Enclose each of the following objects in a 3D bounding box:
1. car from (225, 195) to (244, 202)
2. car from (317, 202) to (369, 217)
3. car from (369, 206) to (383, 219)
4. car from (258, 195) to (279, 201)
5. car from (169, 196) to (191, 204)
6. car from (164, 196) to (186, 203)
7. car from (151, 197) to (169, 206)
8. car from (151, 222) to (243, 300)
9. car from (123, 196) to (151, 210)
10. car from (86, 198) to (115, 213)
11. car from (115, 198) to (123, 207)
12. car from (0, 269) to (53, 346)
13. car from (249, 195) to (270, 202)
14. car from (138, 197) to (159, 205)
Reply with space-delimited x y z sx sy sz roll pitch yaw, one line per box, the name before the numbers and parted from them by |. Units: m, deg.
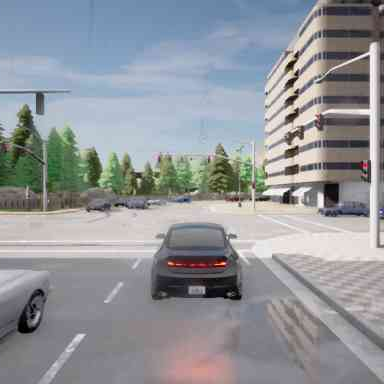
car | 9.696 1.478 75.074 5.008 1.535 1.882 0 0 -41
car | 14.595 1.603 31.027 5.357 1.411 2.033 0 0 0
car | 17.692 1.581 27.518 4.674 1.442 1.812 0 0 0
car | 18.493 1.500 80.591 4.892 1.490 1.837 0 0 -22
car | -2.017 1.478 65.816 1.882 1.535 5.008 0 0 28
car | -3.546 1.540 70.390 2.033 1.411 5.357 0 0 31
car | -5.834 1.601 55.344 1.895 1.301 4.718 0 0 13
car | 0.114 1.505 8.354 1.837 1.490 4.892 0 0 1
car | -6.886 1.352 42.422 2.097 1.767 4.553 0 0 1
car | -10.477 1.506 37.596 1.837 1.490 4.892 0 0 1
car | -10.076 1.548 50.109 2.033 1.411 5.357 0 0 5
car | -3.427 1.601 3.832 1.895 1.301 4.718 0 0 0
car | 15.170 1.595 74.804 4.718 1.301 1.895 0 0 -33
car | -7.894 1.601 60.922 1.895 1.301 4.718 0 0 19
